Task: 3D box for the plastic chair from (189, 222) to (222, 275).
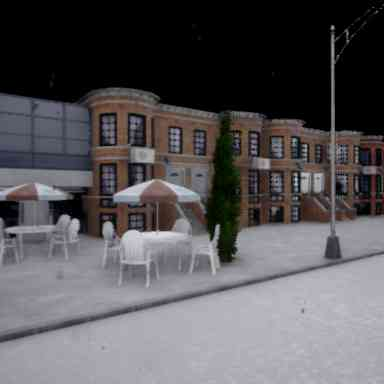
[{"bbox_3d":[0.377,1.491,8.984,0.730,1.271,0.750,0,0,15],"label":"plastic chair"}]
